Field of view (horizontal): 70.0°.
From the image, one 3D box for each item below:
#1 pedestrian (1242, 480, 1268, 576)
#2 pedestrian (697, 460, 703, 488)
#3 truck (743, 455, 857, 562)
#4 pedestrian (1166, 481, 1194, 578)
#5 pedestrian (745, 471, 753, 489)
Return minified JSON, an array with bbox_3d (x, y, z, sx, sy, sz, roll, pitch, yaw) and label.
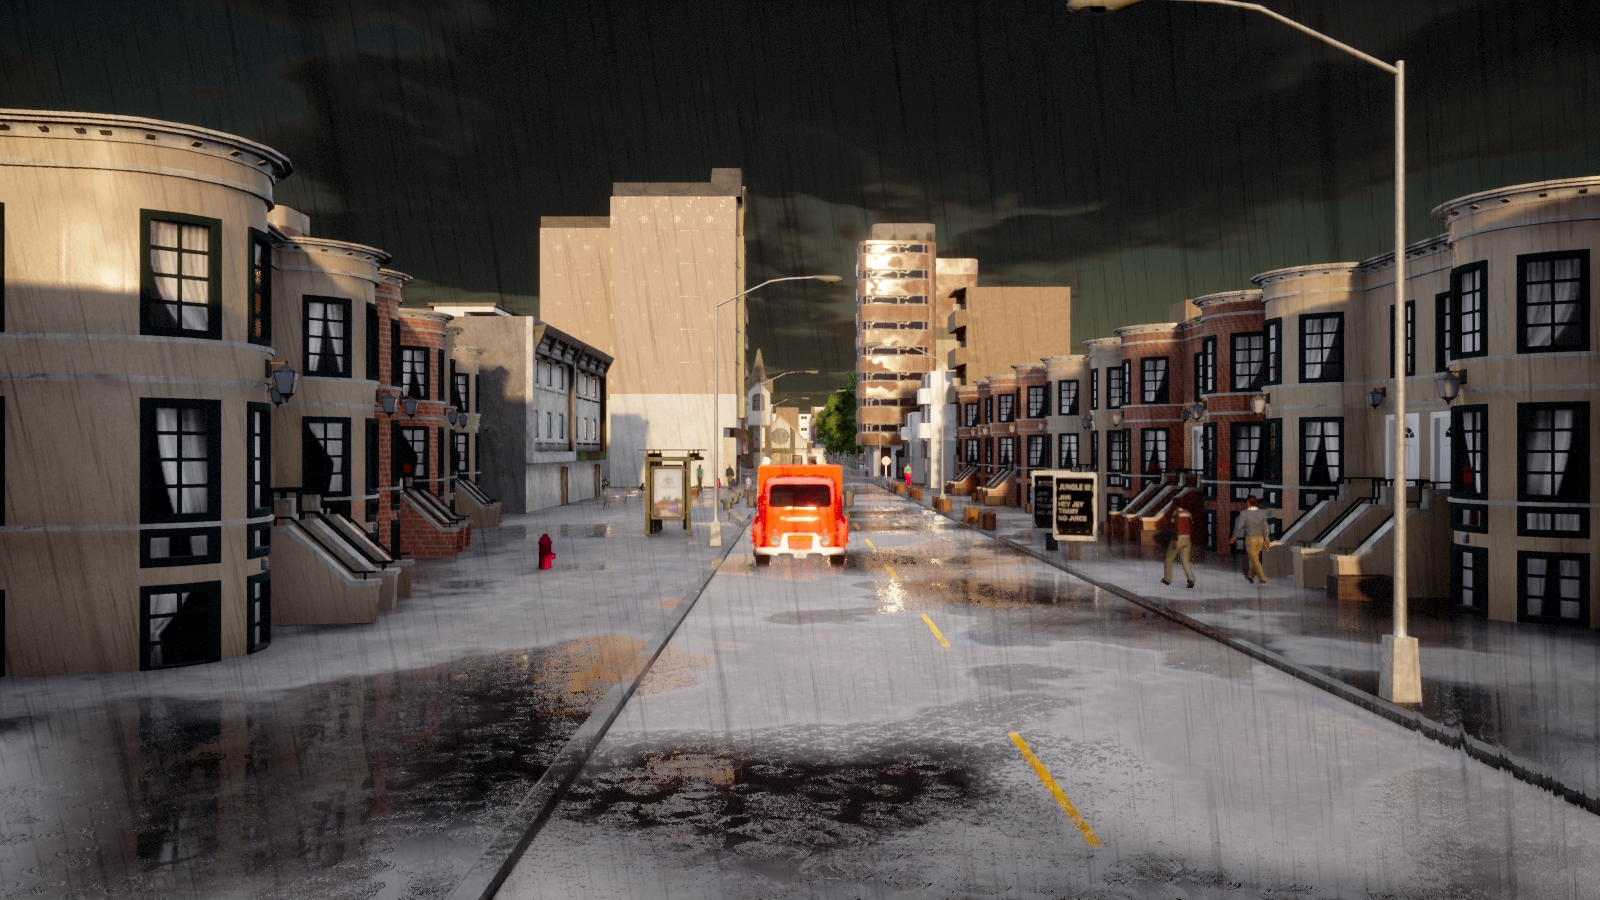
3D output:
[{"bbox_3d":[8.983,1.534,22.558,0.375,1.860,0.375,0,0,-1],"label":"pedestrian"},{"bbox_3d":[-6.528,1.557,74.460,0.375,1.860,0.375,0,0,4],"label":"pedestrian"},{"bbox_3d":[0.002,1.362,28.922,2.627,2.467,5.204,0,0,0],"label":"truck"},{"bbox_3d":[7.420,1.533,22.299,0.375,1.860,0.375,0,0,-15],"label":"pedestrian"},{"bbox_3d":[-3.324,1.934,73.915,0.500,1.100,0.500,0,0,-4],"label":"pedestrian"}]
